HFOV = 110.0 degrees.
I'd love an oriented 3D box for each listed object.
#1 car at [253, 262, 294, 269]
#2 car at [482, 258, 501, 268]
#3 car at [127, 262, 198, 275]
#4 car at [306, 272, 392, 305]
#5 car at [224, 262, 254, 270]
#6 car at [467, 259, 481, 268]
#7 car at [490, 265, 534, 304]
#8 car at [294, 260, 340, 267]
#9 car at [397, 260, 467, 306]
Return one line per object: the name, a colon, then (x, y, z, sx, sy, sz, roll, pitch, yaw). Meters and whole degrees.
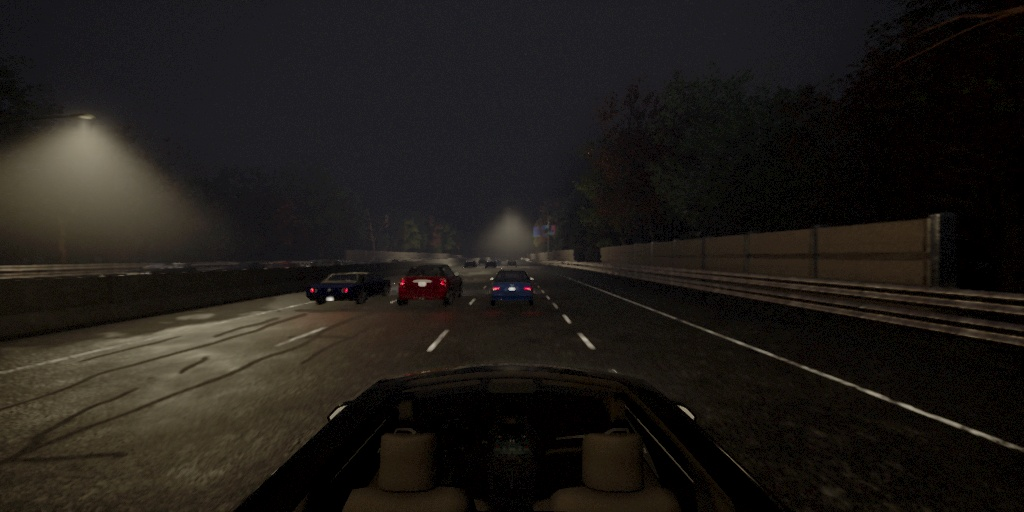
car: (-21.079, 1.314, 33.093, 1.812, 1.442, 4.674, 0, 0, 0)
car: (-3.507, 1.315, 61.336, 2.128, 1.511, 4.902, 0, 0, 0)
car: (-28.082, 1.274, 28.936, 2.128, 1.511, 4.902, 0, 0, 0)
car: (-7.005, 1.368, 16.031, 1.895, 1.301, 4.718, 0, 0, 0)
car: (-24.576, 1.314, 33.267, 1.812, 1.442, 4.674, 0, 0, 0)
car: (-7.009, 1.315, 61.245, 2.128, 1.511, 4.902, 0, 0, 0)
car: (-0.004, 1.315, 16.307, 2.033, 1.411, 5.357, 0, 0, 0)
car: (-17.581, 1.140, 33.220, 2.097, 1.767, 4.553, 0, 0, 0)
car: (-3.501, 1.119, 16.122, 2.097, 1.767, 4.553, 0, 0, 0)
